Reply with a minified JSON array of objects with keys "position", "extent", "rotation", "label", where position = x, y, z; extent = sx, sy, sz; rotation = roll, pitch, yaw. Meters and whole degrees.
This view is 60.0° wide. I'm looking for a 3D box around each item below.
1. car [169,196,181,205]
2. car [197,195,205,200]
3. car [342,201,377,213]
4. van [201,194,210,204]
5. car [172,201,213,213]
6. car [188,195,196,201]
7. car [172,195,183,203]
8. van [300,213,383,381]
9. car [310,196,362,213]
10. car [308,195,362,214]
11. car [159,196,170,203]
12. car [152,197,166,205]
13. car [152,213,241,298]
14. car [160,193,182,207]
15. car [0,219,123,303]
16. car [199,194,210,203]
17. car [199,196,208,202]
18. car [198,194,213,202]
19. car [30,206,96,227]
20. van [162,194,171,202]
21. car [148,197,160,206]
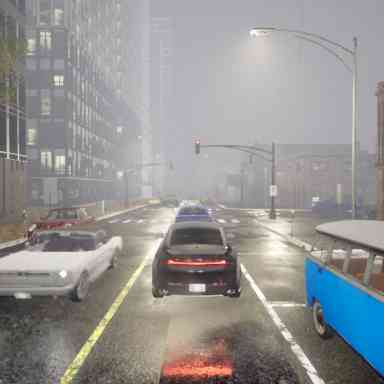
[{"position":[-3.145,1.462,61.105],"extent":[1.882,1.535,5.008],"rotation":[0,0,0],"label":"car"},{"position":[2.563,1.531,92.498],"extent":[2.008,1.369,4.403],"rotation":[-1,0,0],"label":"car"},{"position":[16.379,1.793,29.985],"extent":[4.313,1.339,1.947],"rotation":[1,0,1],"label":"car"},{"position":[2.594,1.325,64.278],"extent":[1.690,1.788,3.998],"rotation":[-1,0,0],"label":"van"},{"position":[0.069,1.472,17.982],"extent":[1.882,1.535,5.008],"rotation":[0,0,0],"label":"car"},{"position":[-0.100,1.480,79.560],"extent":[1.837,1.490,4.892],"rotation":[0,0,0],"label":"car"},{"position":[-3.089,1.508,71.377],"extent":[2.128,1.511,4.902],"rotation":[0,0,0],"label":"car"},{"position":[2.669,1.340,4.013],"extent":[1.690,1.788,3.998],"rotation":[-1,0,0],"label":"van"},{"position":[16.478,1.411,38.362],"extent":[5.009,1.841,2.192],"rotation":[1,0,1],"label":"car"},{"position":[15.504,1.349,35.776],"extent":[5.566,2.045,2.150],"rotation":[1,1,1],"label":"car"},{"position":[-5.756,1.549,69.966],"extent":[1.947,1.339,4.313],"rotation":[-1,0,0],"label":"car"},{"position":[-5.742,1.551,58.677],"extent":[1.947,1.339,4.313],"rotation":[-1,0,0],"label":"car"},{"position":[0.087,1.502,8.495],"extent":[1.837,1.490,4.892],"rotation":[0,0,0],"label":"car"},{"position":[-3.163,1.208,51.213],"extent":[2.150,2.045,5.566],"rotation":[0,0,1],"label":"car"},{"position":[-3.116,1.598,8.307],"extent":[1.895,1.301,4.718],"rotation":[0,0,0],"label":"car"},{"position":[2.587,1.298,69.921],"extent":[2.192,1.841,5.009],"rotation":[-1,0,0],"label":"car"},{"position":[2.584,1.564,75.565],"extent":[1.802,1.307,4.206],"rotation":[-1,0,0],"label":"car"},{"position":[2.603,1.425,58.633],"extent":[1.967,1.590,4.097],"rotation":[-1,0,0],"label":"car"},{"position":[-5.723,1.436,15.086],"extent":[1.967,1.590,4.097],"rotation":[-1,0,0],"label":"car"},{"position":[-5.767,1.323,75.610],"extent":[1.690,1.788,3.998],"rotation":[-1,0,0],"label":"van"},{"position":[-5.906,1.512,52.864],"extent":[1.752,1.417,4.829],"rotation":[-1,0,0],"label":"car"}]
